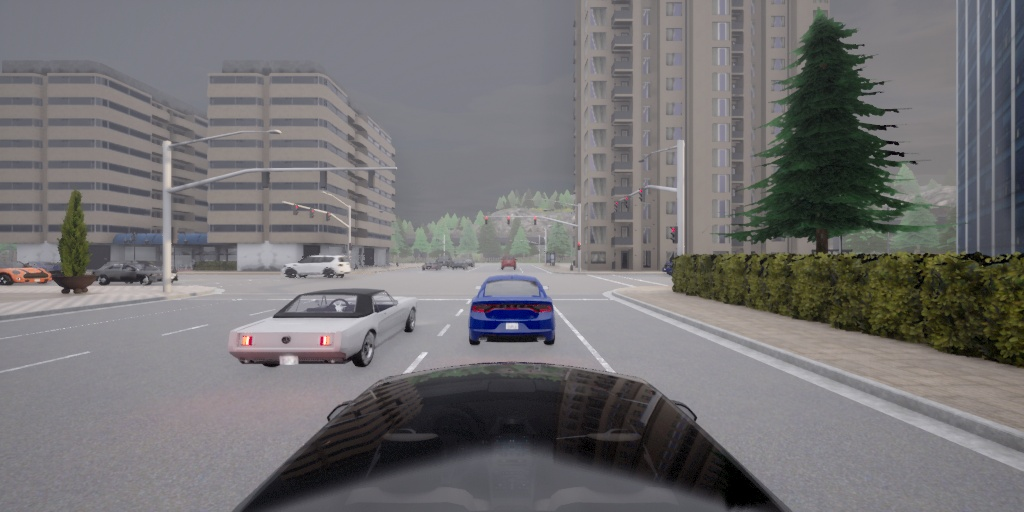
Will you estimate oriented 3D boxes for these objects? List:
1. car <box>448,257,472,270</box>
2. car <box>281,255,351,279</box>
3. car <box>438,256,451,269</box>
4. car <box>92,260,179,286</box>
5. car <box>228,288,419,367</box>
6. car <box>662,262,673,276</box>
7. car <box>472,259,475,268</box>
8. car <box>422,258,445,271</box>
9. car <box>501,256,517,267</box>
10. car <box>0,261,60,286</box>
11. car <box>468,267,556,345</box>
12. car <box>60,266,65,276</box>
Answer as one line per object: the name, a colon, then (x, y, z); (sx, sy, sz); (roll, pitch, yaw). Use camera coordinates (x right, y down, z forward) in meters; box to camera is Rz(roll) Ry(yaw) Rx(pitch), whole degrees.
car: (-7.523, 1.297, 52.285); (2.033, 1.411, 5.357); (0, 0, 0)
car: (-17.372, 0.971, 32.007); (5.566, 2.045, 2.150); (0, 0, 0)
car: (-11.093, 0.971, 58.748); (2.150, 2.045, 5.566); (0, 0, 0)
car: (-25.947, 1.241, 24.792); (4.902, 1.511, 2.128); (0, 0, 1)
car: (-3.497, 1.351, 7.855); (1.895, 1.301, 4.718); (0, 0, 0)
car: (17.892, 0.971, 35.469); (5.566, 2.045, 2.150); (0, 0, 0)
car: (-7.610, 1.228, 62.625); (1.882, 1.535, 5.008); (0, 0, 0)
car: (-11.010, 1.314, 49.391); (1.994, 1.385, 4.181); (0, 0, 0)
car: (-0.464, 0.971, 54.441); (2.150, 2.045, 5.566); (0, 0, 0)
car: (-35.099, 1.102, 24.822); (4.553, 1.767, 2.097); (0, 0, 0)
car: (-0.004, 1.228, 9.521); (1.882, 1.535, 5.008); (0, 0, 0)
car: (-38.615, 1.351, 28.329); (4.718, 1.301, 1.895); (0, 0, 0)
